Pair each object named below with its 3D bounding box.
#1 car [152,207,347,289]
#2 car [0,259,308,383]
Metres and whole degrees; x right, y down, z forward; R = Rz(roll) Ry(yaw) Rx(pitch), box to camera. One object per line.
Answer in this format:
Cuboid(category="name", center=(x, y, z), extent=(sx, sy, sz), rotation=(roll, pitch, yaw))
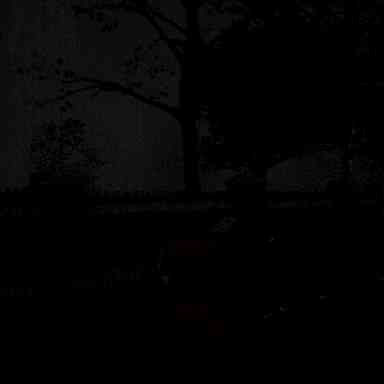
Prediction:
Cuboid(category="car", center=(1.555, 1.314, 7.671), extent=(5.009, 1.841, 2.192), rotation=(0, 0, -36))
Cuboid(category="car", center=(-1.338, 1.601, 2.422), extent=(4.718, 1.301, 1.895), rotation=(0, 0, -36))
